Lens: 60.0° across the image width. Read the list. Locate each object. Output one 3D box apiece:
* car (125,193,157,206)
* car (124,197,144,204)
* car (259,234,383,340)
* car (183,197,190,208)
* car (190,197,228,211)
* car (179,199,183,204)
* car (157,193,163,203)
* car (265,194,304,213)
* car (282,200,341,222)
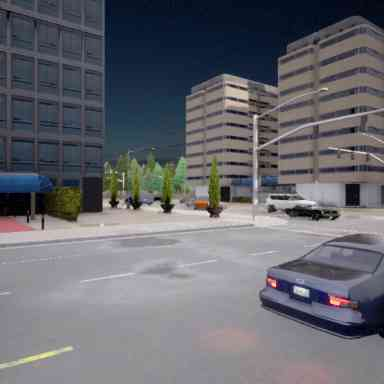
[{"bbox_3d":[-8.379,1.218,54.266,2.150,2.045,5.566,0,1,-35],"label":"car"},{"bbox_3d":[-11.317,1.601,64.691,1.895,1.301,4.718,0,0,-35],"label":"car"},{"bbox_3d":[3.702,1.547,6.462,5.357,1.411,2.033,0,0,-35],"label":"car"},{"bbox_3d":[1.125,1.601,46.792,1.895,1.301,4.718,0,0,-35],"label":"car"},{"bbox_3d":[2.186,1.352,39.180,2.097,1.767,4.553,0,0,-35],"label":"car"},{"bbox_3d":[-0.647,1.564,61.855,1.994,1.385,4.181,0,0,-34],"label":"car"},{"bbox_3d":[-6.367,1.223,69.982,2.150,2.045,5.566,0,0,-35],"label":"car"},{"bbox_3d":[10.051,1.221,34.058,2.150,2.045,5.566,0,0,-35],"label":"car"},{"bbox_3d":[9.640,1.601,26.795,1.895,1.301,4.718,0,0,-19],"label":"car"}]
